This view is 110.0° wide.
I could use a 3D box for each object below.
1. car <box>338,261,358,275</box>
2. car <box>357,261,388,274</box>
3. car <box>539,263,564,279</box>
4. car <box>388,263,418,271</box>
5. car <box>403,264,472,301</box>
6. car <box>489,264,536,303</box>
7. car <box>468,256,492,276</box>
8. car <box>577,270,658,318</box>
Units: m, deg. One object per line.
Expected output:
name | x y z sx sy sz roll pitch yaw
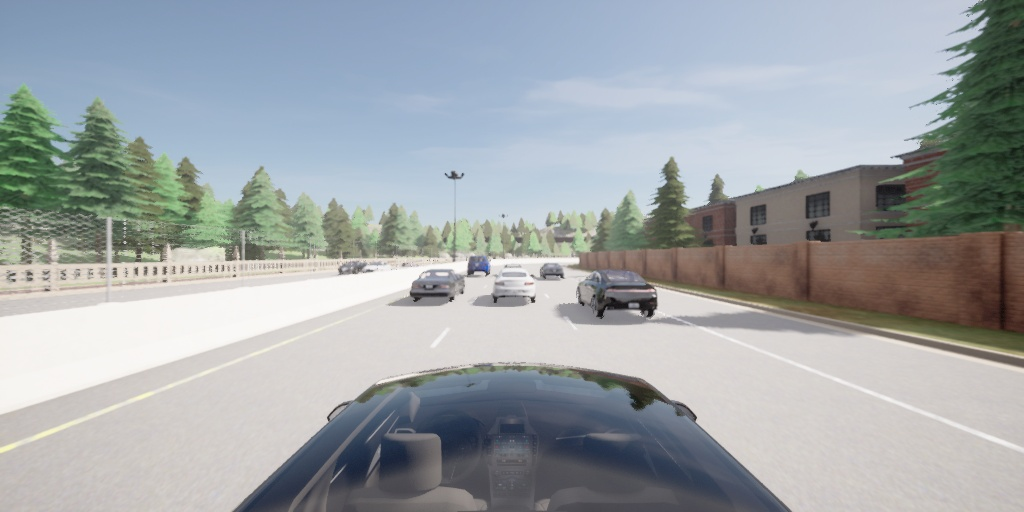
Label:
car | -17.581 1.264 40.066 2.128 1.511 4.902 0 0 0
car | -14.087 1.296 37.701 1.812 1.442 4.674 0 0 0
car | 3.605 1.315 33.043 2.033 1.411 5.357 0 0 0
car | -10.591 1.371 36.317 1.895 1.301 4.718 0 0 0
car | -3.397 1.307 17.222 2.033 1.411 5.357 0 0 0
car | 0.089 1.284 16.769 1.812 1.442 4.674 0 0 0
car | -3.394 0.992 37.489 2.150 2.045 5.566 0 0 0
car | 3.601 1.248 13.007 2.128 1.511 4.902 0 0 0
